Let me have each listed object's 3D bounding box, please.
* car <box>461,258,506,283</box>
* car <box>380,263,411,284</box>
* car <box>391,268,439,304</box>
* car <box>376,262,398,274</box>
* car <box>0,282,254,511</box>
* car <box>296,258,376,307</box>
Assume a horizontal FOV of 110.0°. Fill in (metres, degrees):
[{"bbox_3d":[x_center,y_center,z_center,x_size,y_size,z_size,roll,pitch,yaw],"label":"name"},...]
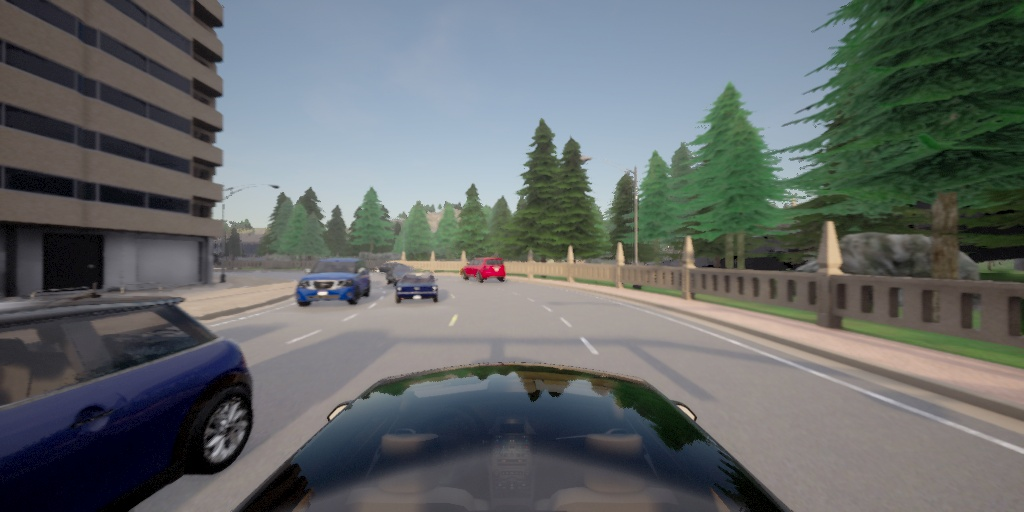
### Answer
[{"bbox_3d":[-2.464,1.147,30.403,2.150,2.045,5.566,0,0,-28],"label":"car"},{"bbox_3d":[-8.051,1.451,26.409,2.033,1.411,5.357,0,0,-28],"label":"car"},{"bbox_3d":[-4.508,1.460,17.292,1.895,1.301,4.718,0,0,-13],"label":"car"},{"bbox_3d":[-14.922,1.520,44.302,4.892,1.490,1.837,0,-1,37],"label":"car"},{"bbox_3d":[-3.677,1.106,1.756,2.097,1.767,4.553,0,0,-1],"label":"car"},{"bbox_3d":[-7.912,1.105,16.481,2.150,2.045,5.566,0,0,-13],"label":"car"}]
